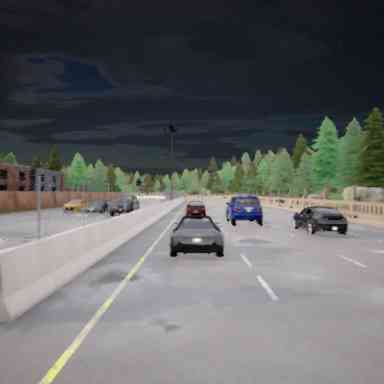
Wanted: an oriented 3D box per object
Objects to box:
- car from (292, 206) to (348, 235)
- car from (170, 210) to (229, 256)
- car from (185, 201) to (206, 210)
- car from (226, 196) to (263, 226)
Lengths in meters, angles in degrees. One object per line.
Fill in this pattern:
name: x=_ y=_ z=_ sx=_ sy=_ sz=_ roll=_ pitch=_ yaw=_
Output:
car: x=7.244 y=1.578 z=19.237 sx=1.837 sy=1.490 sz=4.892 roll=0 pitch=0 yaw=1
car: x=0.187 y=1.619 z=13.339 sx=1.994 sy=1.385 sz=4.181 roll=0 pitch=0 yaw=1
car: x=0.373 y=1.610 z=32.439 sx=1.882 sy=1.535 sz=5.008 roll=0 pitch=0 yaw=1
car: x=3.796 y=1.320 z=24.698 sx=2.150 sy=2.045 sz=5.566 roll=0 pitch=0 yaw=1
